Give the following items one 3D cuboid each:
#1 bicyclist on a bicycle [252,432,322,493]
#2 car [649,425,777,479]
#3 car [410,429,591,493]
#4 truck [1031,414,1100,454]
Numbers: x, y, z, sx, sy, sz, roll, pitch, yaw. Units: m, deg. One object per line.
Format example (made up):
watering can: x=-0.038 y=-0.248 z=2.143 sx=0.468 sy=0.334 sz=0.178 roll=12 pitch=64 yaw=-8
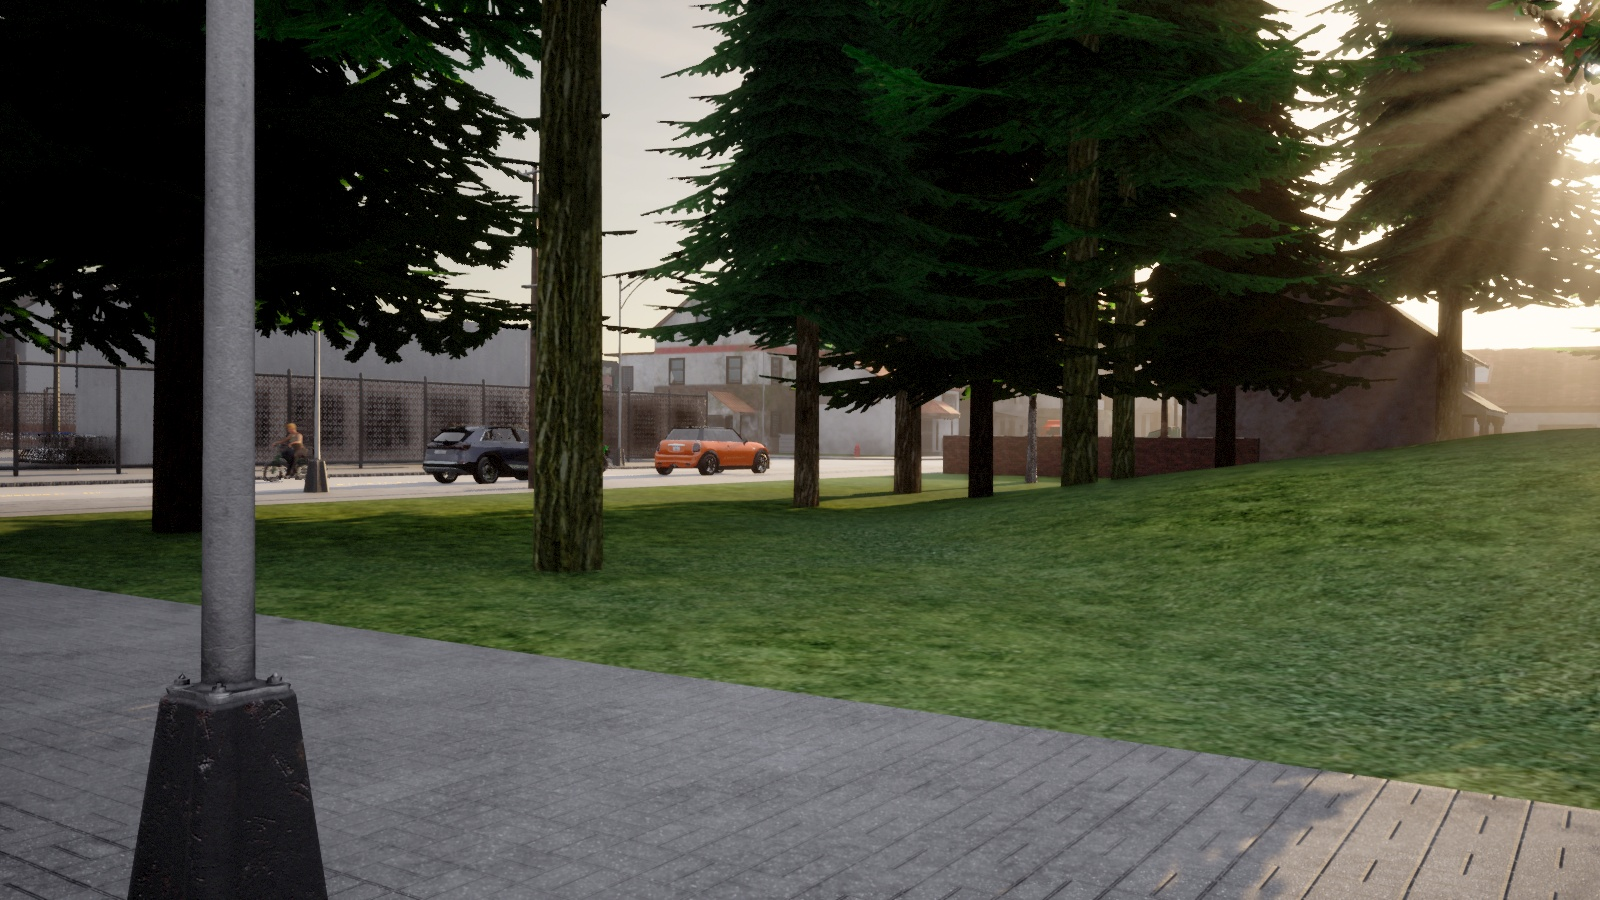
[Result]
bicyclist on a bicycle: x=-13.916 y=0.328 z=34.095 sx=0.866 sy=1.612 sz=1.509 roll=0 pitch=1 yaw=33
car: x=-2.931 y=0.024 z=43.387 sx=2.097 sy=1.767 sz=4.553 roll=0 pitch=1 yaw=33
car: x=-8.315 y=0.255 z=35.293 sx=2.033 sy=1.649 sz=4.856 roll=0 pitch=1 yaw=34
truck: x=17.161 y=-1.016 z=80.939 sx=2.627 sy=2.467 sz=5.204 roll=0 pitch=1 yaw=33
